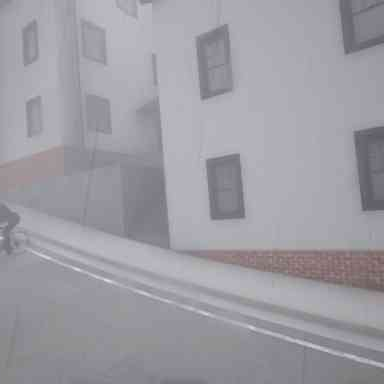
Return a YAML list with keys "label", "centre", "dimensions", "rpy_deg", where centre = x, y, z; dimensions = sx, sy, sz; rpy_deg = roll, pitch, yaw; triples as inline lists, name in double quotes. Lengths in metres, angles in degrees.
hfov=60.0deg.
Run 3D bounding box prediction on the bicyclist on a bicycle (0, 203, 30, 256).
- label: "bicyclist on a bicycle"
  centre: [-4.995, 0.939, 8.594]
  dimensions: [0.582, 1.620, 1.656]
  rpy_deg: [6, 5, 37]
